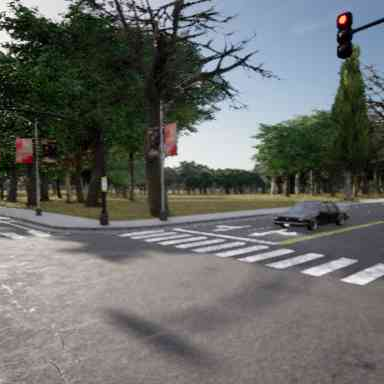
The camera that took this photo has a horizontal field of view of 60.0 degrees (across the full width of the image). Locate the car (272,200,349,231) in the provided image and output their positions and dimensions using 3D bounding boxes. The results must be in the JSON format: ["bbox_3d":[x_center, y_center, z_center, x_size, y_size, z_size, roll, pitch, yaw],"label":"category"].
[{"bbox_3d":[6.633,1.177,18.104,5.357,1.411,2.033,-2,1,-41],"label":"car"}]
